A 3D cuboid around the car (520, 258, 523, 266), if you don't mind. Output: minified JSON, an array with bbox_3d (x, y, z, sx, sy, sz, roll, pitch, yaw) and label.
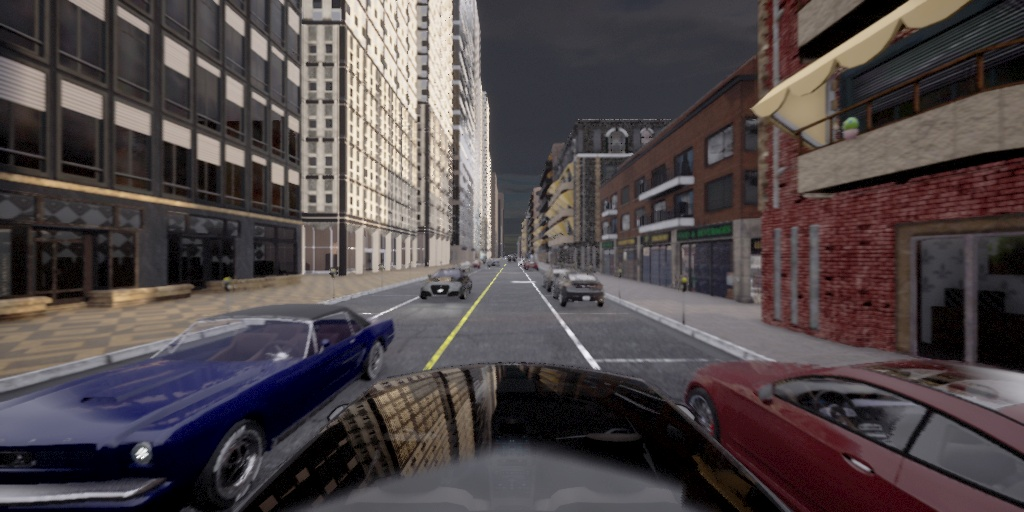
[{"bbox_3d":[2.707,1.151,54.739,1.967,1.591,4.097,0,0,0],"label":"car"}]

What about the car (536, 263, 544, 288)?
[{"bbox_3d":[2.697,1.283,20.847,2.007,1.370,4.403,0,0,0],"label":"car"}]

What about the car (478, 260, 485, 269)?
[{"bbox_3d":[-5.673,1.256,54.741,1.888,1.381,4.507,0,0,0],"label":"car"}]

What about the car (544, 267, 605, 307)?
[{"bbox_3d":[2.695,1.288,15.199,2.007,1.370,4.403,0,0,0],"label":"car"}]

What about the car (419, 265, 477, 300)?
[{"bbox_3d":[-3.069,1.299,17.446,1.994,1.385,4.181,0,0,1],"label":"car"}]

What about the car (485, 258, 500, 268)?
[{"bbox_3d":[-3.033,1.273,59.287,1.994,1.385,4.181,0,0,1],"label":"car"}]

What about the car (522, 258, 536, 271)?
[{"bbox_3d":[2.706,1.295,49.090,1.802,1.307,4.207,0,0,0],"label":"car"}]

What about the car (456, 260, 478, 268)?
[{"bbox_3d":[-5.676,1.267,43.444,2.007,1.370,4.403,0,0,0],"label":"car"}]

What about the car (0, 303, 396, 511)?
[{"bbox_3d":[-3.095,1.348,4.444,1.895,1.301,4.718,0,0,0],"label":"car"}]

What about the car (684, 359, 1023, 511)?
[{"bbox_3d":[2.741,1.332,2.282,1.802,1.307,4.207,0,0,0],"label":"car"}]
